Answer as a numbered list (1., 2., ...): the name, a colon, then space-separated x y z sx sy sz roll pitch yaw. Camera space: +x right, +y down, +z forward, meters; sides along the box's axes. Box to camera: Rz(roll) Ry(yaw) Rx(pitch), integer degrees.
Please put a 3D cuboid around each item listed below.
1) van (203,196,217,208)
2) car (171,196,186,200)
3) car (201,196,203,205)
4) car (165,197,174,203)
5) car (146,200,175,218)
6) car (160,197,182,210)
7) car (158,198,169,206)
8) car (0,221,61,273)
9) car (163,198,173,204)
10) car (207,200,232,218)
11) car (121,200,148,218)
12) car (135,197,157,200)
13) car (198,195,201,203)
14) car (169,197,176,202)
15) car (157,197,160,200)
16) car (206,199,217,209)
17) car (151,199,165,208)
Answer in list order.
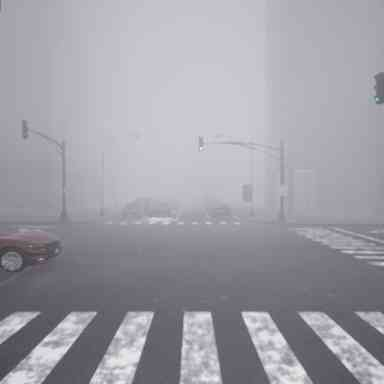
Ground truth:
1. van: 2.888 1.631 49.512 1.690 1.788 3.998 -1 0 0
2. car: -2.824 1.946 65.355 2.033 1.411 5.357 0 0 0
3. car: 2.903 1.767 55.182 1.967 1.590 4.097 -1 0 0
4. car: -5.557 1.968 83.551 1.967 1.590 4.097 -1 0 0
5. car: -2.993 1.748 32.746 1.994 1.385 4.181 0 0 0
6. car: -2.955 1.821 47.021 2.033 1.411 5.357 0 0 0
7. car: -5.594 1.985 66.539 1.802 1.307 4.206 -1 0 0
8. car: -6.664 1.549 10.255 5.008 1.535 1.882 0 0 0
9. car: -5.568 2.030 77.880 1.887 1.381 4.507 -1 0 0
10. car: 2.853 1.751 32.496 1.947 1.339 4.313 -1 0 0
11. car: -5.672 1.751 32.515 1.947 1.339 4.313 -1 0 0
12. car: -5.663 1.534 38.187 2.192 1.841 5.009 -1 0 0
13. car: 2.926 1.719 66.525 2.192 1.841 5.009 -1 0 0
14. car: -5.529 2.181 94.892 1.947 1.339 4.313 -1 0 0
15. car: -5.637 1.605 49.529 2.192 1.841 5.009 -1 0 0
16. car: 2.866 1.802 38.168 1.802 1.307 4.206 -1 0 0
17. car: -5.621 1.851 55.028 1.752 1.417 4.829 -1 0 0
